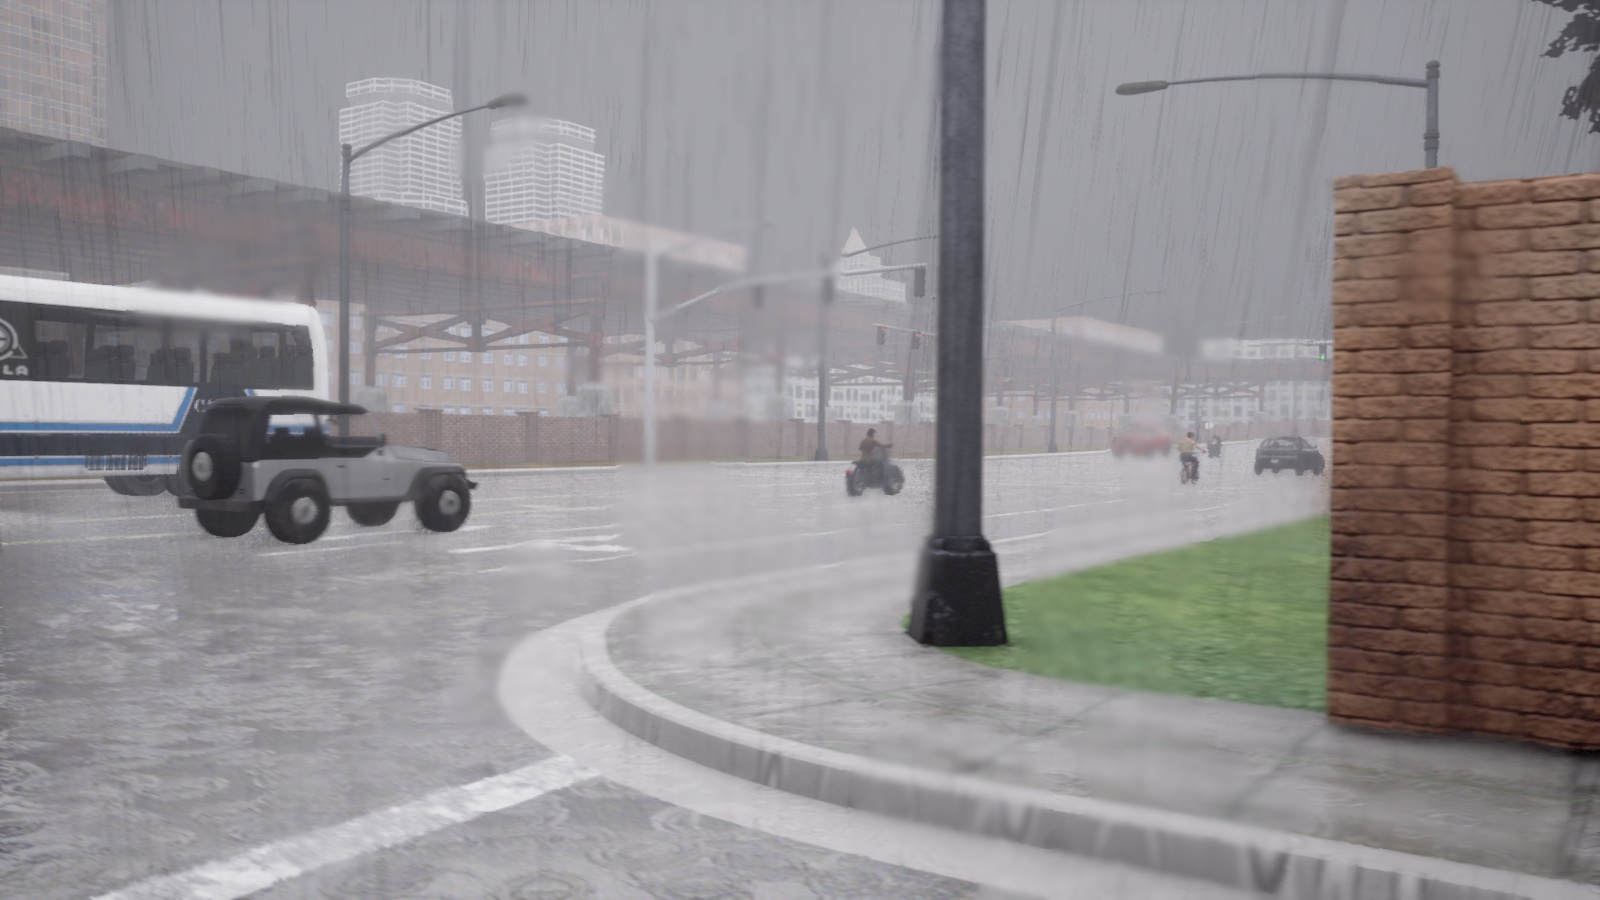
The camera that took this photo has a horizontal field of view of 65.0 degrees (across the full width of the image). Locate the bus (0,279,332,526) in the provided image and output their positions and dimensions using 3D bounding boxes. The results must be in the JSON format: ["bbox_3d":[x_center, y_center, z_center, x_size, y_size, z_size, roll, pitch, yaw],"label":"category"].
[{"bbox_3d":[-14.579,-0.838,23.801,3.944,4.253,10.273,0,1,34],"label":"bus"}]

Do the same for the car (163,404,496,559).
[{"bbox_3d":[-6.333,0.347,17.270,1.905,1.878,3.866,0,1,34],"label":"car"}]

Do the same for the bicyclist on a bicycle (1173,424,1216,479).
[{"bbox_3d":[11.921,0.042,37.930,0.866,1.612,1.509,0,1,34],"label":"bicyclist on a bicycle"}]

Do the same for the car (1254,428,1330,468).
[{"bbox_3d":[18.964,-0.102,48.329,1.816,1.474,4.193,0,1,34],"label":"car"}]

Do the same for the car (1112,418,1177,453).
[{"bbox_3d":[20.952,-0.912,76.207,2.150,2.045,5.566,0,2,34],"label":"car"}]

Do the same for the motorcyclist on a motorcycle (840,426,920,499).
[{"bbox_3d":[1.887,0.264,29.378,0.766,1.649,2.350,0,1,34],"label":"motorcyclist on a motorcycle"}]

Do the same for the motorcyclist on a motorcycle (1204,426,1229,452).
[{"bbox_3d":[25.331,-0.674,76.430,0.866,1.530,2.191,0,2,34],"label":"motorcyclist on a motorcycle"}]
